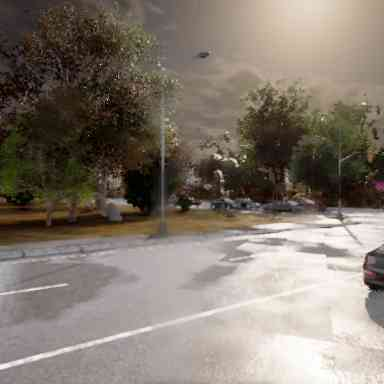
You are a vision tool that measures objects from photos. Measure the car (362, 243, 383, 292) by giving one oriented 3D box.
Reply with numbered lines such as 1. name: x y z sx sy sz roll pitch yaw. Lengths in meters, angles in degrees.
1. car: 5.770 1.556 7.706 4.674 1.442 1.812 0 0 -35

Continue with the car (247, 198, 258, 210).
1. car: 7.167 1.548 45.370 2.128 1.511 4.902 0 0 -38

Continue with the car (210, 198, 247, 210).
1. car: 4.394 1.559 43.233 1.837 1.490 4.892 0 0 -38

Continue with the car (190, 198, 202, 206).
1. car: -0.576 1.603 55.415 2.033 1.411 5.357 0 0 -38

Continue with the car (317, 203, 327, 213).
1. car: 12.882 1.536 37.968 1.882 1.535 5.008 0 0 -38

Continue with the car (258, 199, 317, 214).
1. car: 10.169 1.602 35.752 2.033 1.411 5.357 0 0 -38

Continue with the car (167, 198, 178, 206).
1. car: -4.361 1.276 54.599 2.150 2.045 5.566 0 0 -37
